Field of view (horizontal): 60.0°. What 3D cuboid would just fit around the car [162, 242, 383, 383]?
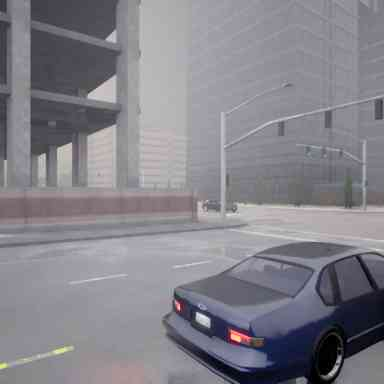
[{"bbox_3d":[2.184,1.547,5.348,5.357,1.411,2.033,0,0,-35],"label":"car"}]

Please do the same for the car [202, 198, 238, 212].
[{"bbox_3d":[3.106,1.504,37.433,1.837,1.490,4.892,0,0,-36],"label":"car"}]
